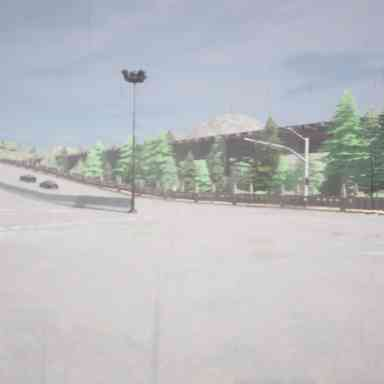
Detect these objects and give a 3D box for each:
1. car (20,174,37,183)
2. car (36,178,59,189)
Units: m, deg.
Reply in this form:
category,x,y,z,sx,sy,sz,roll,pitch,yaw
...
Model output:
category,x,y,z,sx,sy,sz,roll,pitch,yaw
car,-31.401,-2.718,63.792,4.902,1.511,2.128,12,8,43
car,-24.599,-1.355,57.403,4.674,1.442,1.812,11,8,43
